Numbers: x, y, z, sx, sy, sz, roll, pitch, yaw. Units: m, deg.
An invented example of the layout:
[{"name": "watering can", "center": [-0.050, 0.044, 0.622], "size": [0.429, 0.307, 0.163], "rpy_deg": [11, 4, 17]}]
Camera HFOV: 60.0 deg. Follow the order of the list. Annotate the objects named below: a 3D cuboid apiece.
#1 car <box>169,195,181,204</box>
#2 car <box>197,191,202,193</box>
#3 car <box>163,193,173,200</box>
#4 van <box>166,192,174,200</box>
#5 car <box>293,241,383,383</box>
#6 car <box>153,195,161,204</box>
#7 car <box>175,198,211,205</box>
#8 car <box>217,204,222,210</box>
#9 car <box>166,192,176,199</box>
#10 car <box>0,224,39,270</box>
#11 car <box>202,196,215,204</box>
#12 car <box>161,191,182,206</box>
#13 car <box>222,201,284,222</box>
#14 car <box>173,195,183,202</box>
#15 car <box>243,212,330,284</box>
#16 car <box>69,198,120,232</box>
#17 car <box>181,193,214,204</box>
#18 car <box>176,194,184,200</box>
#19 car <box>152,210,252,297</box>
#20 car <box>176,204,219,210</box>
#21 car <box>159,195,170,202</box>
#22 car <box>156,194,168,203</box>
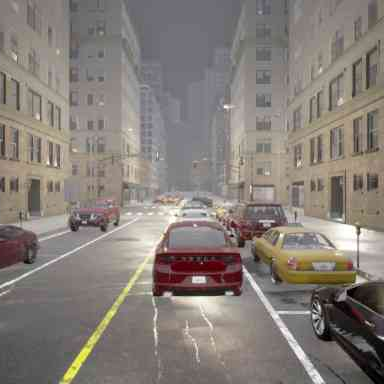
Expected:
[{"name": "car", "center": [-3.024, 1.304, 60.758], "size": [1.837, 1.490, 4.892], "rpy_deg": [0, 0, 0]}, {"name": "car", "center": [2.835, 1.023, 90.448], "size": [1.967, 1.590, 4.097], "rpy_deg": [1, 0, 0]}, {"name": "car", "center": [-5.698, 1.107, 79.615], "size": [1.967, 1.590, 4.097], "rpy_deg": [1, 0, 0]}, {"name": "van", "center": [-5.693, 0.967, 85.037], "size": [1.690, 1.788, 3.998], "rpy_deg": [1, 0, 0]}, {"name": "car", "center": [2.767, 1.566, 3.594], "size": [1.947, 1.339, 4.313], "rpy_deg": [0, 0, 0]}, {"name": "car", "center": [-5.716, 1.361, 57.922], "size": [1.887, 1.381, 4.507], "rpy_deg": [0, 0, 0]}, {"name": "car", "center": [0.091, 1.454, 25.300], "size": [2.128, 1.511, 4.902], "rpy_deg": [0, 0, 0]}, {"name": "car", "center": [2.781, 1.558, 20.250], "size": [1.802, 1.307, 4.206], "rpy_deg": [0, 0, 0]}, {"name": "car", "center": [-5.689, 0.898, 90.460], "size": [2.192, 1.841, 5.009], "rpy_deg": [1, 0, 0]}, {"name": "car", "center": [-5.754, 1.577, 9.158], "size": [1.802, 1.307, 4.206], "rpy_deg": [0, 0, 0]}, {"name": "car", "center": [2.809, 1.367, 57.908], "size": [2.008, 1.369, 4.403], "rpy_deg": [0, 0, 0]}, {"name": "car", "center": [-3.112, 1.203, 51.752], "size": [2.097, 1.767, 4.553], "rpy_deg": [0, 0, 2]}, {"name": "car", "center": [2.777, 1.302, 14.699], "size": [2.192, 1.841, 5.009], "rpy_deg": [0, 0, 0]}, {"name": "car", "center": [-2.951, 1.287, 70.486], "size": [1.994, 1.385, 4.181], "rpy_deg": [0, 0, 0]}, {"name": "car", "center": [2.773, 1.519, 9.315], "size": [1.752, 1.417, 4.829], "rpy_deg": [0, 0, 0]}, {"name": "car", "center": [-5.744, 1.291, 20.263], "size": [2.192, 1.841, 5.009], "rpy_deg": [0, 0, 0]}, {"name": "car", "center": [0.953, 1.396, 45.338], "size": [1.837, 1.490, 4.892], "rpy_deg": [-5, 3, -31]}, {"name": "car", "center": [-2.943, 1.183, 80.755], "size": [1.812, 1.442, 4.674], "rpy_deg": [0, 0, 0]}, {"name": "car", "center": [0.078, 1.473, 8.642], "size": [1.882, 1.535, 5.008], "rpy_deg": [0, 0, -1]}, {"name": "car", "center": [0.110, 1.510, 16.158], "size": [1.812, 1.442, 4.674], "rpy_deg": [0, 0, 0]}, {"name": "car", "center": [-5.708, 1.291, 68.769], "size": [1.887, 1.381, 4.507], "rpy_deg": [1, 0, 0]}, {"name": "car", "center": [-5.711, 1.223, 63.345], "size": [1.967, 1.590, 4.097], "rpy_deg": [1, 0, 0]}]
